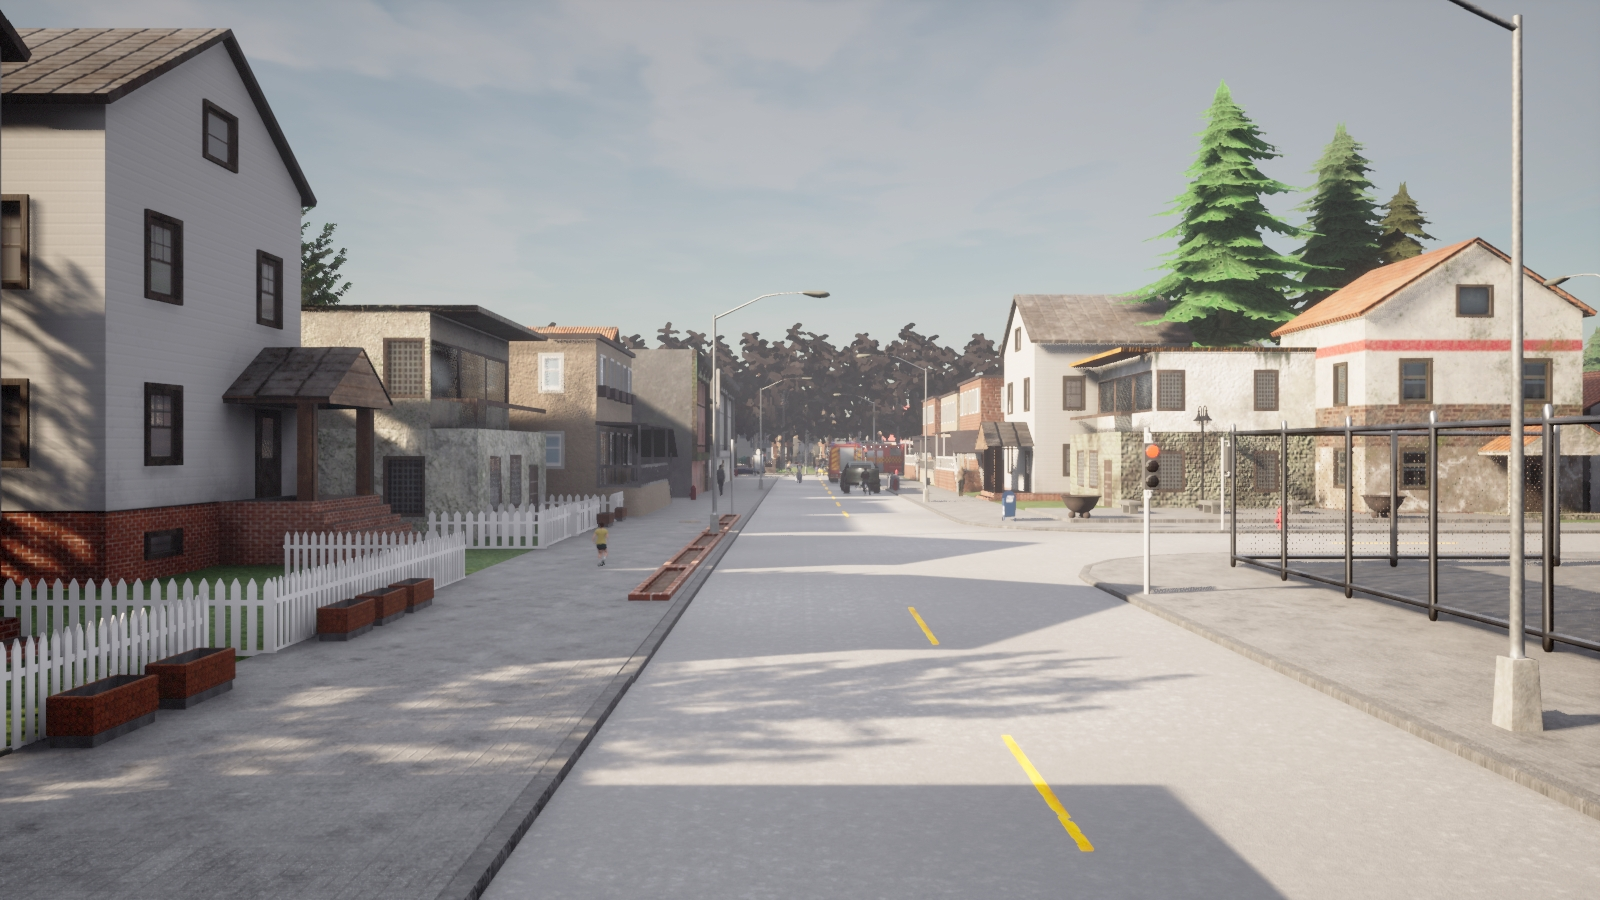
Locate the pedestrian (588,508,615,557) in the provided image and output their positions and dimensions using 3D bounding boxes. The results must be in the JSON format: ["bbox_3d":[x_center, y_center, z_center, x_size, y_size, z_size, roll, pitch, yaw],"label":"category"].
[{"bbox_3d":[-4.616,1.905,26.570,0.500,1.100,0.500,0,0,4],"label":"pedestrian"}]

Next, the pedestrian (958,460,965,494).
[{"bbox_3d":[9.123,1.524,64.506,0.375,1.860,0.375,0,0,0],"label":"pedestrian"}]

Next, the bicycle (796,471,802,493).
[{"bbox_3d":[-0.067,1.940,69.737,0.329,1.271,1.835,0,0,0],"label":"bicycle"}]

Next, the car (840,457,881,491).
[{"bbox_3d":[3.979,1.534,75.783,2.390,2.098,6.274,0,0,0],"label":"car"}]

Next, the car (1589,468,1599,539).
[{"bbox_3d":[25.943,1.560,32.437,5.566,2.045,2.150,0,0,1],"label":"car"}]

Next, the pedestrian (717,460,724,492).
[{"bbox_3d":[-4.656,1.524,67.048,0.375,1.860,0.375,0,0,-5],"label":"pedestrian"}]
